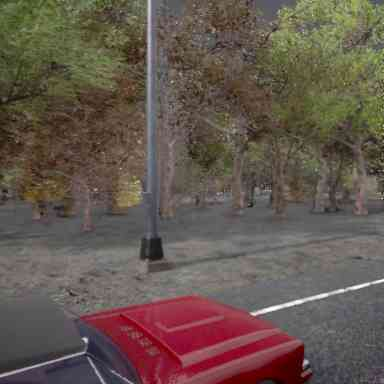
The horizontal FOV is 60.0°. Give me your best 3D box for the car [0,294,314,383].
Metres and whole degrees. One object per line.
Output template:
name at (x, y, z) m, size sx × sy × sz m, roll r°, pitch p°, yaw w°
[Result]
car at (-1.186, 1.600, 2.661) m, size 4.718 × 1.301 × 1.895 m, roll 0°, pitch 0°, yaw -34°
